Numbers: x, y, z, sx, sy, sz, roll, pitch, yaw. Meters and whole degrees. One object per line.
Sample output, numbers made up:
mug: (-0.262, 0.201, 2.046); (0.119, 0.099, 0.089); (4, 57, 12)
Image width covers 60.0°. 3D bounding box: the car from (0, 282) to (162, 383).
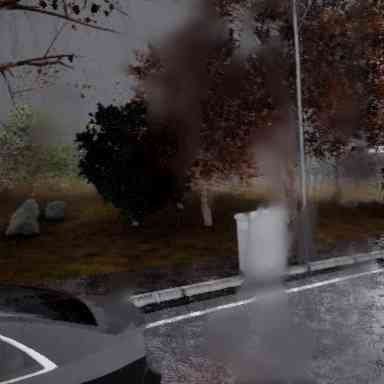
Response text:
car: (-2.544, 1.494, 2.003); (4.892, 1.490, 1.837); (0, 0, -35)
